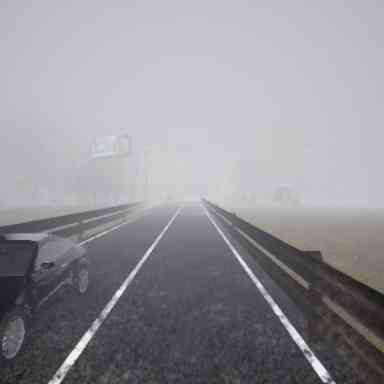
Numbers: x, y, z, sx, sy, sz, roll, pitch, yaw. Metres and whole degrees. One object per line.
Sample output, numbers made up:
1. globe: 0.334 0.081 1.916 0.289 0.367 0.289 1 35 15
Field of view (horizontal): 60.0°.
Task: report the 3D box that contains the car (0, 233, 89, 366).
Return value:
1. car: -3.250 1.536 5.947 1.812 1.442 4.674 0 0 0
